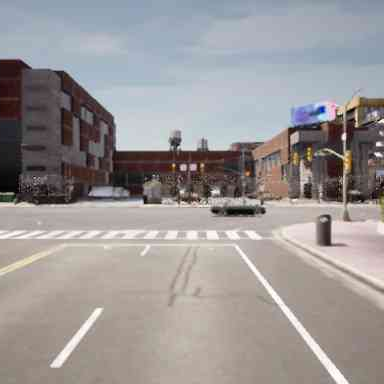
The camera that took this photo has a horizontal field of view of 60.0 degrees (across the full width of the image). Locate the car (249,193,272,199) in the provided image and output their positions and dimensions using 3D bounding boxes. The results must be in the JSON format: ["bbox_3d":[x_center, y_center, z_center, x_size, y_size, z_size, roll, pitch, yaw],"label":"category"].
[{"bbox_3d":[16.175,0.944,78.664,4.786,1.482,2.161,0,0,0],"label":"car"}]

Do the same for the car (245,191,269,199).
[{"bbox_3d":[16.002,0.754,82.158,5.566,2.045,2.435,0,0,0],"label":"car"}]

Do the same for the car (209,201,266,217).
[{"bbox_3d":[3.871,1.455,28.281,4.718,1.301,1.895,0,0,1],"label":"car"}]
